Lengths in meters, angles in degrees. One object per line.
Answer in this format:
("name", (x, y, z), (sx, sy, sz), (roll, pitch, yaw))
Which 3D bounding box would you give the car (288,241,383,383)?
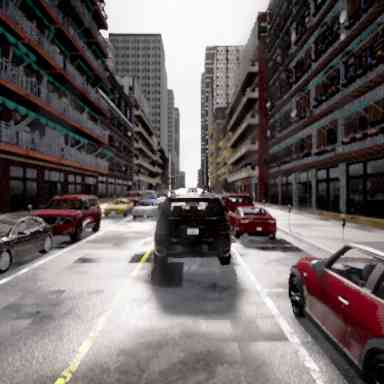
("car", (2.706, 1.373, 4.502), (1.967, 1.590, 4.097), (1, 1, 0))

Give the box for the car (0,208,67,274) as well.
("car", (-5.677, 1.404, 9.990), (2.008, 1.369, 4.403), (1, 1, 0))

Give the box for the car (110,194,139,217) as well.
("car", (-5.678, 1.138, 26.440), (1.752, 1.417, 4.829), (1, 1, 0))

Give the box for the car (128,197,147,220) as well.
("car", (-3.072, 1.248, 24.043), (1.895, 1.301, 4.718), (0, 1, 0))

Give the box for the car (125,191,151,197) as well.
("car", (-5.674, 0.844, 32.146), (2.192, 1.841, 5.009), (1, 1, 0))

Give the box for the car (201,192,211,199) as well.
("car", (2.701, 0.619, 65.442), (1.802, 1.307, 4.206), (1, 1, 0))

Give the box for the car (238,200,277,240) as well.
("car", (2.704, 1.316, 15.584), (1.887, 1.381, 4.507), (1, 1, 0))

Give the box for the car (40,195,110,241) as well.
("car", (-5.673, 1.088, 15.527), (2.192, 1.841, 5.009), (1, 1, 0))

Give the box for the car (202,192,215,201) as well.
("car", (2.702, 0.746, 54.362), (1.887, 1.381, 4.507), (1, 1, 0))

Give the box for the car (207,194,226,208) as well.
("car", (2.703, 0.969, 37.912), (1.752, 1.417, 4.829), (1, 1, 0))

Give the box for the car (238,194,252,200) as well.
("car", (2.707, 1.006, 21.119), (2.192, 1.841, 5.009), (1, 1, 0))

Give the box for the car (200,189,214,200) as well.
("car", (2.706, 0.434, 59.899), (2.192, 1.841, 5.009), (1, 1, 0))

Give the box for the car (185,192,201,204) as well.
("car", (0.098, 0.805, 46.668), (2.128, 1.511, 4.902), (0, 1, 0))

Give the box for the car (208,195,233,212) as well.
("car", (2.702, 1.079, 32.203), (2.008, 1.369, 4.403), (1, 1, 0))

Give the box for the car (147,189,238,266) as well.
("car", (0.017, 1.059, 11.096), (2.150, 2.045, 5.566), (0, 1, 0))
